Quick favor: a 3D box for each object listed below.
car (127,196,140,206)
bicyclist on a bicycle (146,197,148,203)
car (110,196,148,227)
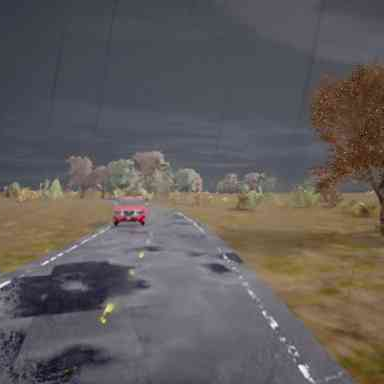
[{"bbox_3d":[-11.419,1.743,64.461,2.097,1.767,4.553,0,0,-14],"label":"car"},{"bbox_3d":[-10.027,1.902,73.898,0.582,1.620,1.656,0,-1,-16],"label":"bicyclist on a bicycle"},{"bbox_3d":[-4.446,1.360,24.669,2.150,2.045,5.566,0,0,-6],"label":"car"}]
